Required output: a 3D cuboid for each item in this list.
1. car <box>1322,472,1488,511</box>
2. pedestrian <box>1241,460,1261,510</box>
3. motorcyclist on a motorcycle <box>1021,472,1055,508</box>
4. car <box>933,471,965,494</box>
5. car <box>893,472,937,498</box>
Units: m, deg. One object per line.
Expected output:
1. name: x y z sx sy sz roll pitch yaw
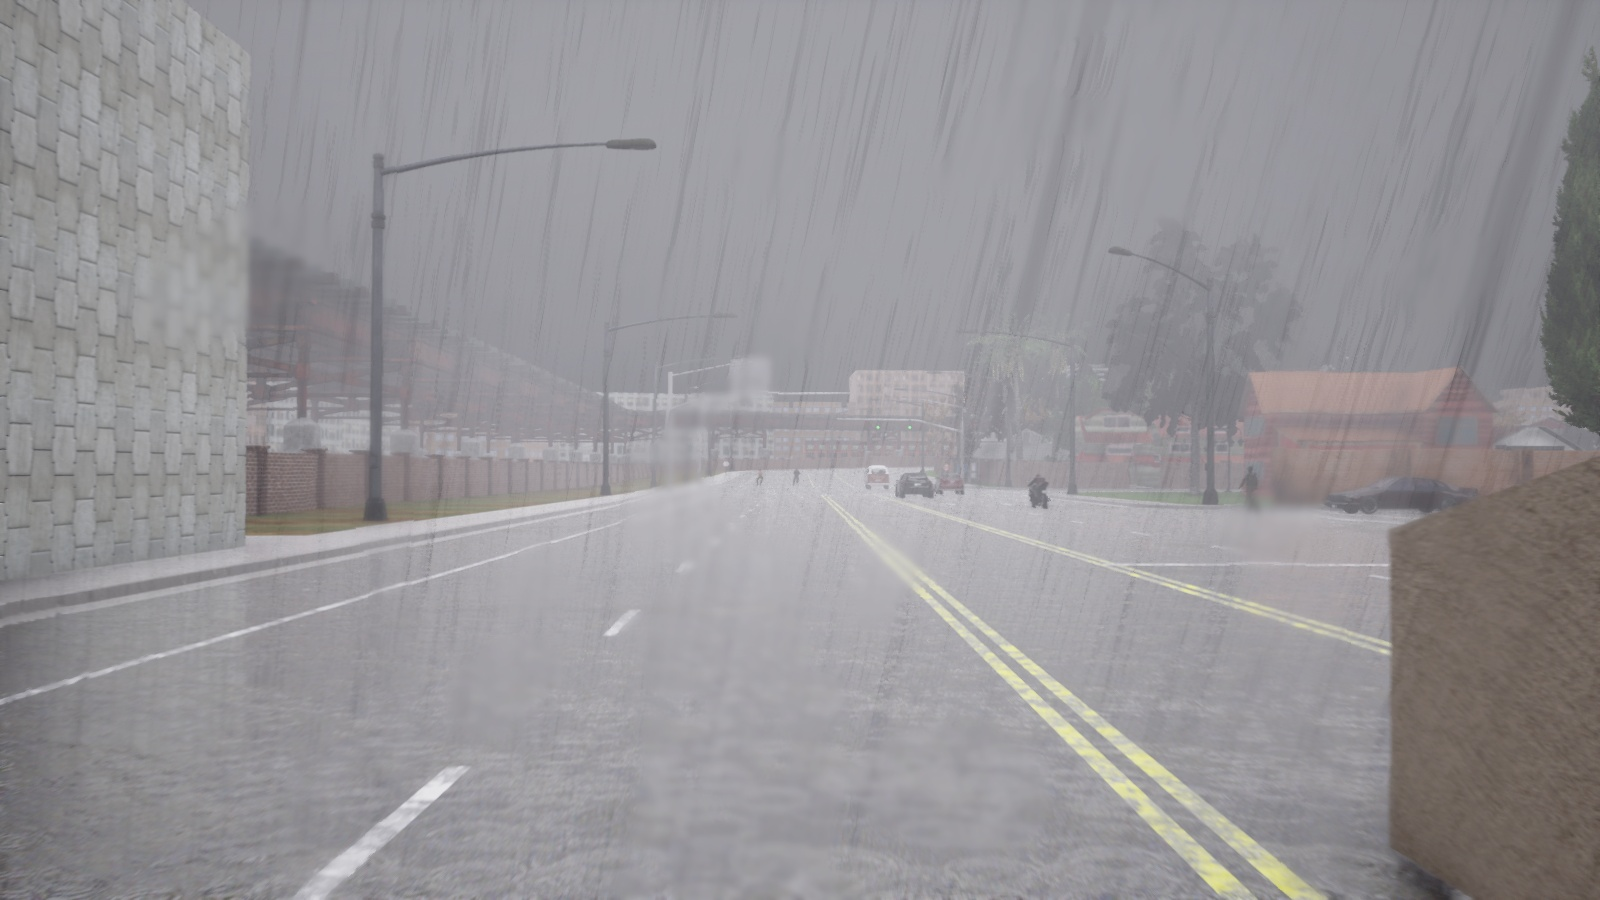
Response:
1. car: 22.997 1.571 47.865 5.357 1.411 2.033 0 -1 -1
2. pedestrian: 17.461 1.355 48.607 0.395 1.930 0.692 0 -1 -11
3. motorcyclist on a motorcycle: 10.250 1.714 54.054 0.866 1.530 2.191 1 -1 -5
4. car: 10.279 2.204 86.704 1.789 1.549 3.705 0 -1 0
5. car: 6.809 2.042 74.973 2.163 1.488 4.792 0 -1 0
